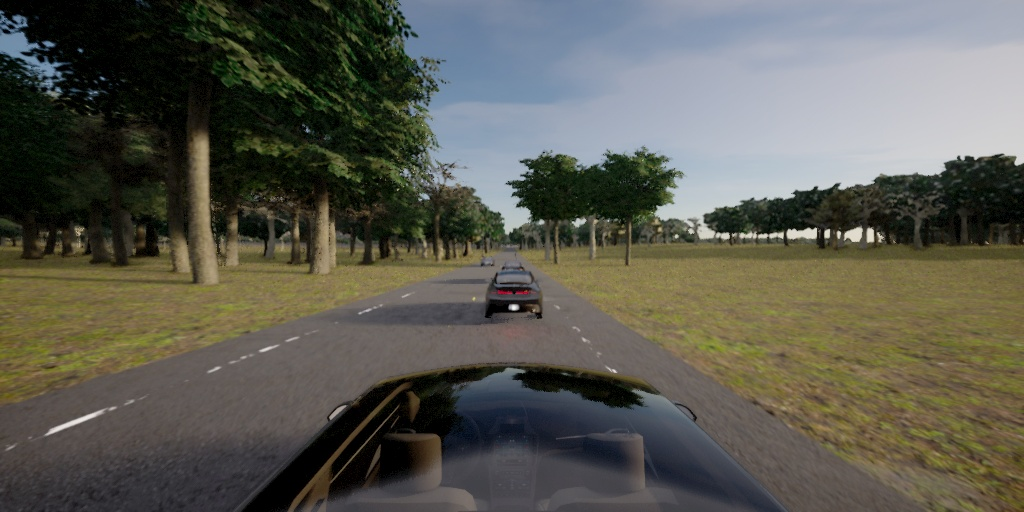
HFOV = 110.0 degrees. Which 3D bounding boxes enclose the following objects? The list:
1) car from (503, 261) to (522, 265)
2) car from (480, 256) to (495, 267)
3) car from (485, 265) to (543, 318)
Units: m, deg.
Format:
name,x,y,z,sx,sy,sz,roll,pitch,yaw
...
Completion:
name,x,y,z,sx,sy,sz,roll,pitch,yaw
car,0.072,1.133,27.870,2.128,1.511,4.902,0,1,0
car,-3.563,0.817,52.810,2.128,1.511,4.902,0,1,0
car,0.073,1.242,12.971,1.837,1.490,4.892,0,0,0
